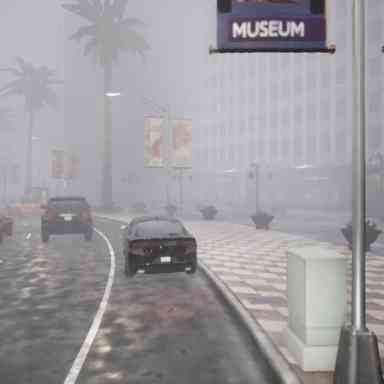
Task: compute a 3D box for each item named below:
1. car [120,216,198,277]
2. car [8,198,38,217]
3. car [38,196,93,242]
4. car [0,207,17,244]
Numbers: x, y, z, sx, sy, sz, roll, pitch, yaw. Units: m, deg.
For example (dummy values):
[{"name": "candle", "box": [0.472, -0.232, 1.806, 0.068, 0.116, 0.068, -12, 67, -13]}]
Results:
[{"name": "car", "box": [-1.184, 1.476, 10.449, 1.882, 1.535, 5.008, 0, 0, -13]}, {"name": "car", "box": [-15.491, 1.334, 30.874, 2.097, 1.767, 4.553, 0, 0, -44]}, {"name": "car", "box": [-6.278, 1.210, 16.652, 2.150, 2.045, 5.566, 0, 0, -22]}, {"name": "car", "box": [-9.559, 1.591, 15.420, 1.895, 1.301, 4.718, 0, 0, -22]}]
